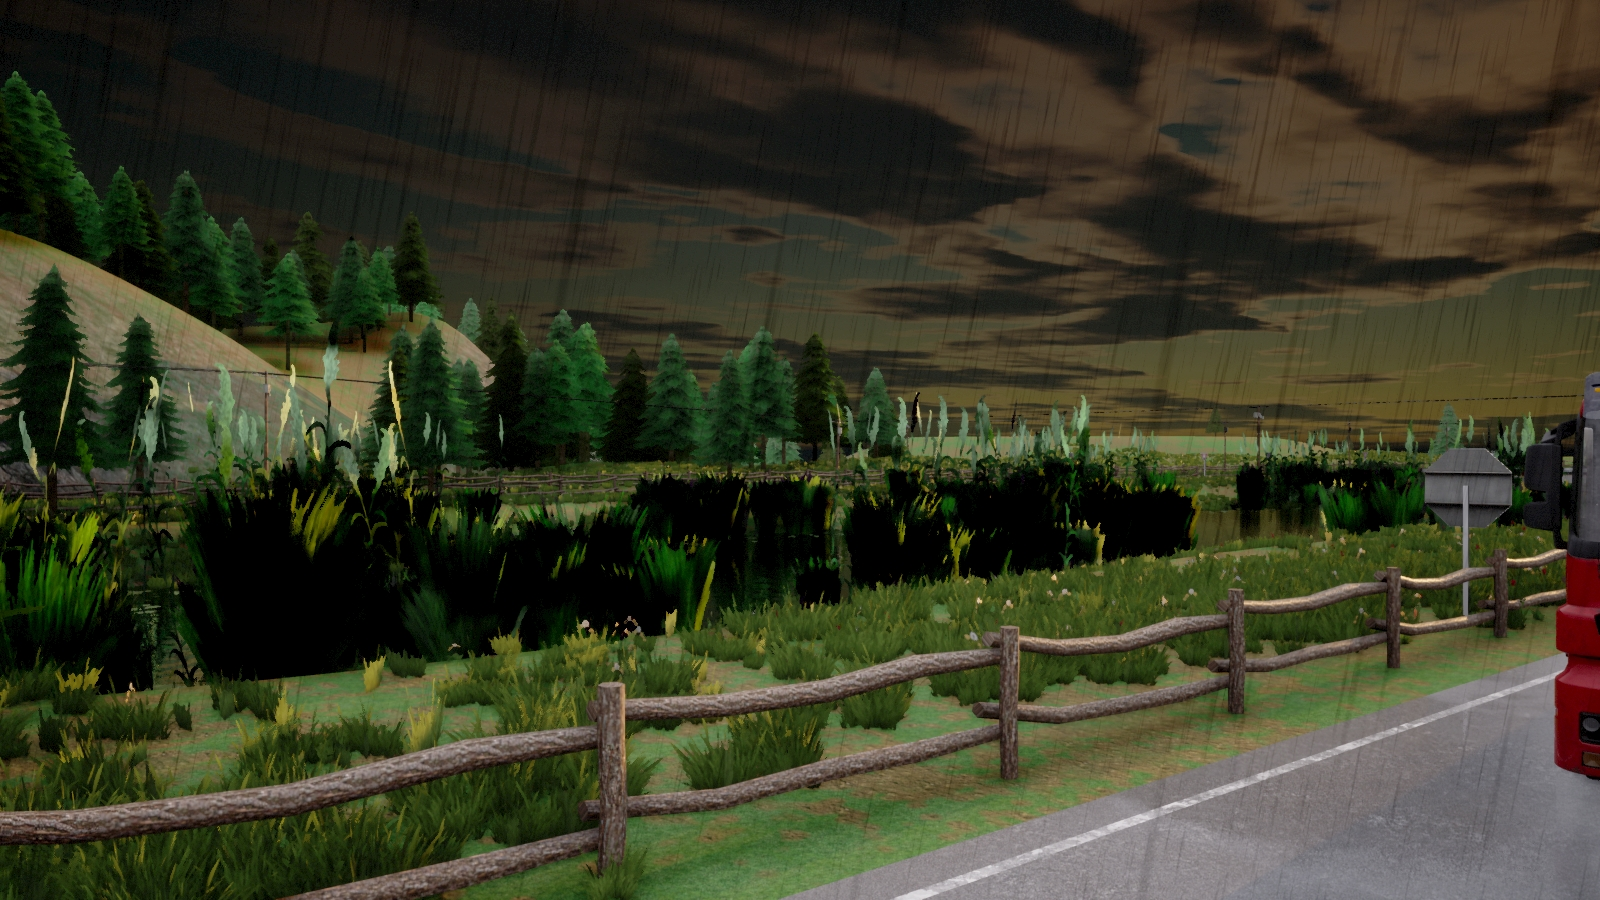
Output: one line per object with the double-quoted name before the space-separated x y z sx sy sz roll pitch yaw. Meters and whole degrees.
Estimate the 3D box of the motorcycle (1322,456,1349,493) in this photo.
"motorcycle" 34.910 1.577 74.485 2.033 2.348 0.803 0 0 -39

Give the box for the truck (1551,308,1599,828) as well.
"truck" 9.482 0.862 10.937 2.891 3.827 8.468 0 0 40
